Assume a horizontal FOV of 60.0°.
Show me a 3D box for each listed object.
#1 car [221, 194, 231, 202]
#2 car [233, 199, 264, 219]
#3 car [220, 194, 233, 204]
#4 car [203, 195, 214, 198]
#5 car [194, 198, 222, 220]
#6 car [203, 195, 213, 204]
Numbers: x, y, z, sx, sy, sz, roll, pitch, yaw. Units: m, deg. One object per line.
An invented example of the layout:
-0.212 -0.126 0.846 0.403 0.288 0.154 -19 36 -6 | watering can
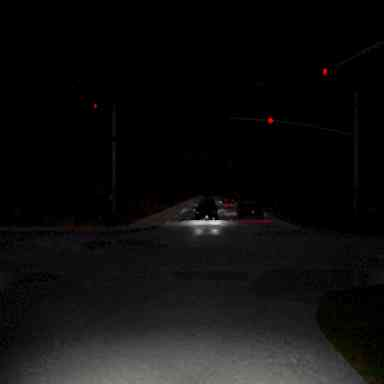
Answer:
6.957 1.206 69.368 1.837 1.490 4.892 0 0 3 | car
4.892 1.405 28.387 1.882 1.535 5.008 0 0 3 | car
6.455 1.487 59.408 1.895 1.301 4.718 0 0 3 | car
2.092 1.432 44.197 1.812 1.442 4.674 0 0 3 | car
1.246 1.476 27.573 2.033 1.411 5.357 0 0 3 | car
3.135 1.393 63.193 1.837 1.490 4.892 0 0 3 | car
